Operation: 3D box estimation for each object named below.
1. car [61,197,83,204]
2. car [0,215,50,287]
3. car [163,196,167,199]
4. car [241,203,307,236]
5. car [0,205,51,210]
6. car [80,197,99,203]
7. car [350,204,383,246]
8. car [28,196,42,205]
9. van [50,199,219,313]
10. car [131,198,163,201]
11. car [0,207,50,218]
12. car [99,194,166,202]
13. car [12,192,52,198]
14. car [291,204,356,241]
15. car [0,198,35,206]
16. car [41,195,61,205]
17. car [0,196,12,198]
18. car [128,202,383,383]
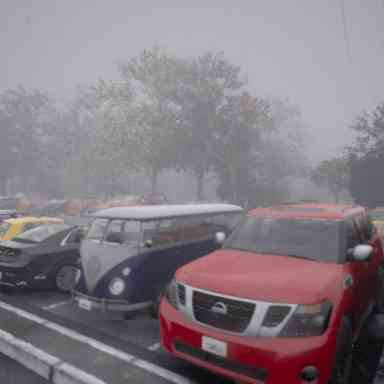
[{"bbox_3d":[-8.614,1.236,29.352,2.185,1.767,4.553,1,0,36],"label":"car"},{"bbox_3d":[-2.661,1.481,8.991,2.231,1.521,4.892,0,0,36],"label":"car"},{"bbox_3d":[0.468,1.316,22.898,2.185,1.767,4.553,0,0,36],"label":"car"},{"bbox_3d":[4.952,1.509,19.598,2.163,1.488,4.792,0,0,36],"label":"car"},{"bbox_3d":[-7.173,1.443,12.251,2.231,1.521,4.892,0,0,36],"label":"car"},{"bbox_3d":[-6.332,1.382,27.756,2.097,1.535,5.008,1,0,36],"label":"car"},{"bbox_3d":[9.500,1.512,16.592,1.946,1.575,5.366,0,0,36],"label":"car"},{"bbox_3d":[-13.115,1.359,32.632,2.002,1.452,4.674,1,0,36],"label":"car"},{"bbox_3d":[-0.465,1.272,7.275,1.878,1.987,4.442,0,0,36],"label":"van"},{"bbox_3d":[-1.809,1.424,24.505,2.231,1.521,4.892,1,0,36],"label":"car"},{"bbox_3d":[-4.809,1.458,10.772,1.946,1.575,5.366,0,0,36],"label":"car"},{"bbox_3d":[-4.087,1.151,26.101,2.435,2.045,5.566,1,0,36],"label":"car"},{"bbox_3d":[-15.395,1.171,34.230,2.185,1.767,4.553,1,0,36],"label":"car"},{"bbox_3d":[7.235,1.498,17.999,2.097,1.535,5.008,0,0,36],"label":"car"},{"bbox_3d":[-9.454,1.298,13.846,2.185,1.767,4.553,0,0,36],"label":"car"},{"bbox_3d":[-10.859,1.341,30.999,2.097,1.535,5.008,1,0,36],"label":"car"},{"bbox_3d":[-17.653,1.023,35.857,2.435,2.045,5.566,1,0,36],"label":"car"},{"bbox_3d":[1.846,1.265,5.722,2.435,2.045,5.566,0,0,36],"label":"car"}]
